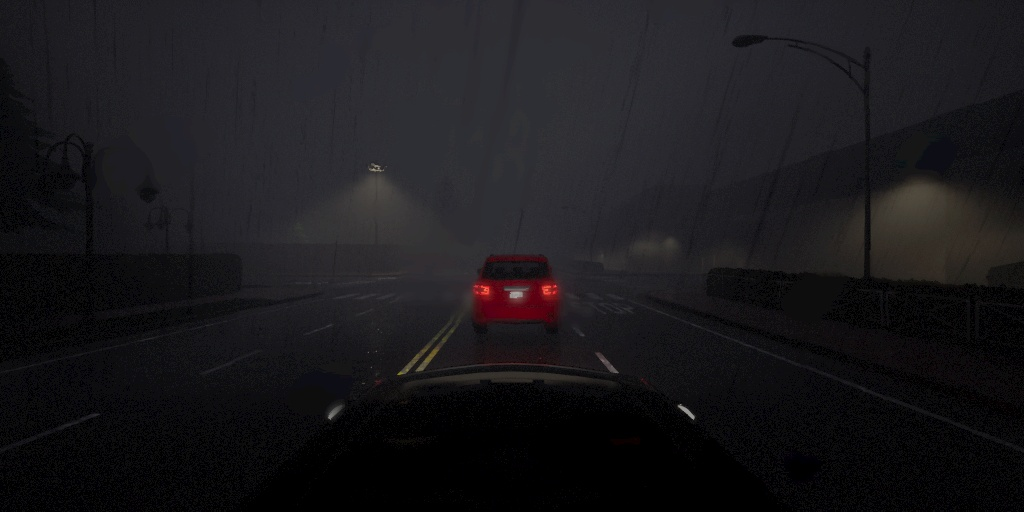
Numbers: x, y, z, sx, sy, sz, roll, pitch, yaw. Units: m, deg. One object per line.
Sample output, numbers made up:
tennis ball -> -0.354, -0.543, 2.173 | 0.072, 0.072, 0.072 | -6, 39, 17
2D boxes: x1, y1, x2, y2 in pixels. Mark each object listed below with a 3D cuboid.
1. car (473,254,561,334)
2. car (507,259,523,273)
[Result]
car -> 0.124, 0.971, 10.785 | 2.150, 2.045, 5.566 | 0, 0, 0
car -> 0.367, 1.228, 45.637 | 1.882, 1.535, 5.008 | 0, 0, 1
